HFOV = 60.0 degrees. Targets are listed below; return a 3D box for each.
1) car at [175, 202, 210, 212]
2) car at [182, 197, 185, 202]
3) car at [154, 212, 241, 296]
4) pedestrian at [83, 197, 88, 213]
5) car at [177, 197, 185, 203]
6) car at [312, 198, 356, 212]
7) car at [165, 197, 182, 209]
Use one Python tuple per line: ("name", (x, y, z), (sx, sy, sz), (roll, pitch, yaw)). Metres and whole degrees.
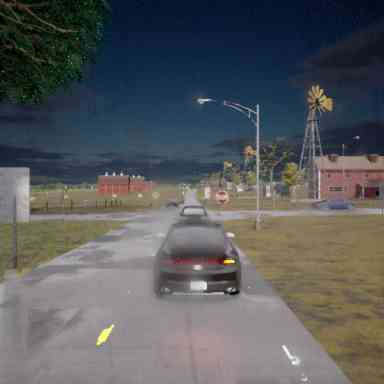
("car", (0.104, 1.542, 19.983), (1.812, 1.442, 4.674), (0, 0, 0))
("car", (-2.738, 1.847, 67.575), (1.994, 1.385, 4.181), (0, -1, 0))
("car", (0.107, 1.506, 8.663), (1.837, 1.490, 4.892), (0, 0, 0))
("pedestrian", (-12.137, 1.501, 37.800), (0.375, 1.860, 0.375), (0, 2, 0))
("car", (-2.712, 2.011, 82.019), (1.994, 1.385, 4.181), (0, -1, 0))
("car", (14.718, 1.275, 34.622), (4.181, 1.385, 1.994), (-1, 1, 1))
("car", (-2.819, 1.722, 48.481), (1.895, 1.301, 4.718), (0, 0, 0))
